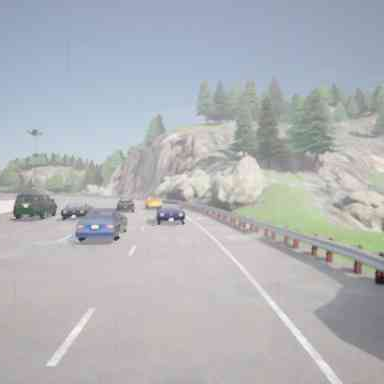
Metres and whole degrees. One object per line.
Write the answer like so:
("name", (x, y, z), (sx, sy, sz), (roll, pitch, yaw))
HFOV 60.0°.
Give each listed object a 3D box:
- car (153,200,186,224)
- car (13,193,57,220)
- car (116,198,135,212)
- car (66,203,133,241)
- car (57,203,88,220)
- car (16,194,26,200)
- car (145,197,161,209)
("car", (-1.629, 1.507, 23.920), (1.895, 1.301, 4.718), (0, 0, -7))
("car", (-12.704, 1.134, 27.231), (2.150, 2.045, 5.566), (0, 0, -9))
("car", (-7.351, 1.356, 36.851), (2.128, 1.511, 4.902), (0, 0, -11))
("car", (-4.290, 1.489, 16.393), (2.033, 1.411, 5.357), (0, 0, -5))
("car", (-9.108, 1.509, 26.864), (1.895, 1.301, 4.718), (0, 0, -9))
("car", (-40.756, 1.104, 79.174), (2.033, 1.411, 5.357), (0, 0, -27))
("car", (-4.904, 1.317, 42.090), (1.882, 1.535, 5.008), (0, 0, -13))
